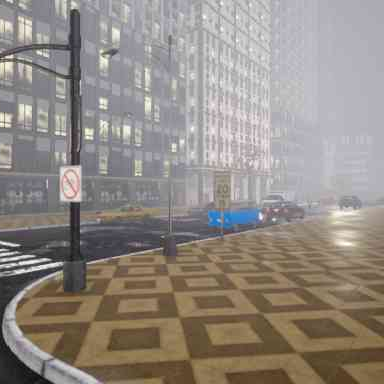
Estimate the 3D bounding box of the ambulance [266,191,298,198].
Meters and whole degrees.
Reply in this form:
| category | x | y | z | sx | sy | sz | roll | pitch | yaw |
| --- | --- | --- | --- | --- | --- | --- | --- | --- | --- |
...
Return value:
| category | x | y | z | sx | sy | sz | roll | pitch | yaw |
| --- | --- | --- | --- | --- | --- | --- | --- | --- | --- |
| ambulance | 10.254 | 1.063 | 38.979 | 2.351 | 2.431 | 6.366 | 0 | 0 | 38 |

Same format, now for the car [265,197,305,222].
| category | x | y | z | sx | sy | sz | roll | pitch | yaw |
| --- | --- | --- | --- | --- | --- | --- | --- | --- | --- |
| car | 7.623 | 1.472 | 26.870 | 1.967 | 1.590 | 4.097 | 0 | 0 | 38 |

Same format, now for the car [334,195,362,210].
| category | x | y | z | sx | sy | sz | roll | pitch | yaw |
| --- | --- | --- | --- | --- | --- | --- | --- | --- | --- |
| car | 21.218 | 1.369 | 44.490 | 2.192 | 1.841 | 5.009 | 0 | 0 | 38 |

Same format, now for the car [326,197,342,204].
| category | x | y | z | sx | sy | sz | roll | pitch | yaw |
| --- | --- | --- | --- | --- | --- | --- | --- | --- | --- |
| car | 28.575 | 1.625 | 66.924 | 2.008 | 1.369 | 4.403 | 0 | 0 | 38 |

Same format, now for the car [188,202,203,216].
| category | x | y | z | sx | sy | sz | roll | pitch | yaw |
| --- | --- | --- | --- | --- | --- | --- | --- | --- | --- |
| car | 1.384 | 1.604 | 31.685 | 1.802 | 1.307 | 4.206 | 0 | 0 | 38 |

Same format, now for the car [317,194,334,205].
| category | x | y | z | sx | sy | sz | roll | pitch | yaw |
| --- | --- | --- | --- | --- | --- | --- | --- | --- | --- |
| car | 25.176 | 1.381 | 62.520 | 2.192 | 1.841 | 5.009 | 0 | 0 | 38 |

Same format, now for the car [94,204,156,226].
| category | x | y | z | sx | sy | sz | roll | pitch | yaw |
| --- | --- | --- | --- | --- | --- | --- | --- | --- | --- |
| car | -4.733 | 1.540 | 23.969 | 1.752 | 1.417 | 4.829 | 0 | 0 | 38 |

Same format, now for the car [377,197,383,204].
| category | x | y | z | sx | sy | sz | roll | pitch | yaw |
| --- | --- | --- | --- | --- | --- | --- | --- | --- | --- |
| car | 38.211 | 1.659 | 66.514 | 1.947 | 1.339 | 4.313 | 0 | 0 | 38 |

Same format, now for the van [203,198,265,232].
| category | x | y | z | sx | sy | sz | roll | pitch | yaw |
| --- | --- | --- | --- | --- | --- | --- | --- | --- | --- |
| van | 2.652 | 1.368 | 20.247 | 1.690 | 1.788 | 3.998 | 0 | 0 | 38 |
